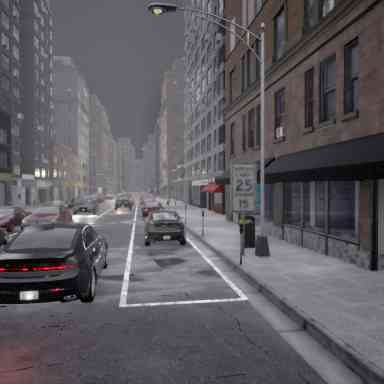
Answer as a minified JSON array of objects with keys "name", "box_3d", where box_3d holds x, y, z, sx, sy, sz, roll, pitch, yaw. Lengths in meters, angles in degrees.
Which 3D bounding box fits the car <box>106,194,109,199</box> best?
[{"name":"car","box_3d":[-17.687,1.141,63.698,1.967,1.590,4.097,-1,0,-9]}]

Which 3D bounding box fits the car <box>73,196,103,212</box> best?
[{"name":"car","box_3d":[-9.955,1.390,31.467,1.994,1.385,4.181,0,0,-9]}]

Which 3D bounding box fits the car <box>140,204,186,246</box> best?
[{"name":"car","box_3d":[-1.291,1.469,14.696,2.008,1.369,4.403,-1,0,-9]}]

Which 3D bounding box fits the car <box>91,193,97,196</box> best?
[{"name":"car","box_3d":[-15.029,1.198,46.919,1.967,1.590,4.097,-1,0,-9]}]

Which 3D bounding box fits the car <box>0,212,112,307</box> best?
[{"name":"car","box_3d":[-3.116,1.473,7.980,1.837,1.490,4.892,0,0,-9]}]

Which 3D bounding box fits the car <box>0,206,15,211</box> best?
[{"name":"car","box_3d":[-10.598,1.488,18.958,1.802,1.307,4.206,-1,0,-9]}]

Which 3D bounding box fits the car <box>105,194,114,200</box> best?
[{"name":"car","box_3d":[-21.230,1.191,86.070,1.887,1.381,4.507,-1,0,-9]}]

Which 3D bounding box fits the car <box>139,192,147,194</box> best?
[{"name":"car","box_3d":[-7.494,1.151,53.840,1.967,1.590,4.097,-1,0,-9]}]

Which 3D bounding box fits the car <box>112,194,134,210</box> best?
[{"name":"car","box_3d":[-7.923,1.287,38.696,1.837,1.490,4.892,0,0,-9]}]

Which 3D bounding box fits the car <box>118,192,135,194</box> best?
[{"name":"car","box_3d":[-9.602,1.089,48.943,2.097,1.767,4.553,0,0,-9]}]

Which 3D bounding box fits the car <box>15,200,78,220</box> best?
[{"name":"car","box_3d":[-7.928,1.430,18.549,1.812,1.442,4.674,0,0,-9]}]

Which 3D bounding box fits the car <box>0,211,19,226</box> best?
[{"name":"car","box_3d":[-6.332,1.476,8.460,1.837,1.490,4.892,0,0,-9]}]

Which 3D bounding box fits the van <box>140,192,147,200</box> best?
[{"name":"van","box_3d":[-11.925,0.974,81.803,1.690,1.788,3.998,-1,0,-9]}]

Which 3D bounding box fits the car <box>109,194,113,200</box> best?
[{"name":"car","box_3d":[-20.344,1.202,80.477,1.887,1.381,4.507,-1,0,-9]}]

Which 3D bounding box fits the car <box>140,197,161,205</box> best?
[{"name":"car","box_3d":[-3.063,1.391,25.881,1.887,1.381,4.507,-1,0,-9]}]

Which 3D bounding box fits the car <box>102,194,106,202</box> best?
[{"name":"car","box_3d":[-16.802,1.033,58.103,2.192,1.841,5.009,-1,0,-9]}]

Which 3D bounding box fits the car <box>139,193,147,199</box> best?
[{"name":"car","box_3d":[-13.696,1.052,92.987,1.967,1.590,4.097,-1,0,-9]}]

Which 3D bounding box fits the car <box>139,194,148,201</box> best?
[{"name":"car","box_3d":[-11.036,1.211,76.210,1.947,1.339,4.313,-1,0,-9]}]

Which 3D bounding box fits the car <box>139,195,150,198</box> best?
[{"name":"car","box_3d":[-4.835,1.329,37.065,1.887,1.381,4.507,-1,0,-9]}]

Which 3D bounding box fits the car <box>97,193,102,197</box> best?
[{"name":"car","box_3d":[-15.915,1.177,52.511,1.967,1.590,4.097,-1,0,-9]}]

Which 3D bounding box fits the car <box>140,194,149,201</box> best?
[{"name":"car","box_3d":[-10.150,1.226,70.618,1.947,1.339,4.313,-1,0,-9]}]
